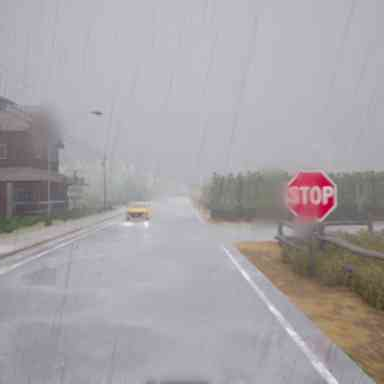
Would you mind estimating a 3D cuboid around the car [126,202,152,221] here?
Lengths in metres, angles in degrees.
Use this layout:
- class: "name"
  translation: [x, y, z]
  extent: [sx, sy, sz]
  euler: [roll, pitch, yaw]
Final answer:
- class: "car"
  translation: [-4.617, 1.641, 29.505]
  extent: [1.882, 1.535, 5.008]
  euler: [0, 0, -2]
